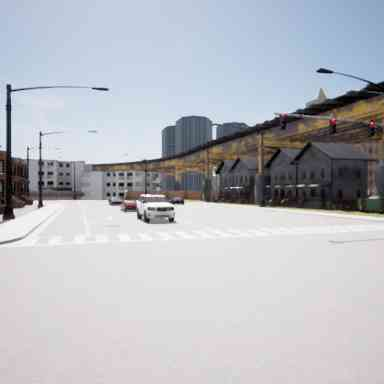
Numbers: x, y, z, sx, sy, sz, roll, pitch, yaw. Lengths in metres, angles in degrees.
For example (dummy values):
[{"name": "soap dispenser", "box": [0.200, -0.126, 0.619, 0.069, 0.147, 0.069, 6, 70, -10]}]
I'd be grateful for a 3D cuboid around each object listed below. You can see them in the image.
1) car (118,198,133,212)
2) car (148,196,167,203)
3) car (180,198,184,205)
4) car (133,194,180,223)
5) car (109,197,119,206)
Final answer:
[{"name": "car", "box": [-7.093, 1.598, 38.555, 1.895, 1.301, 4.718, 0, 0, -19]}, {"name": "car", "box": [-7.092, 1.519, 67.780, 1.812, 1.442, 4.674, 0, 0, -36]}, {"name": "car", "box": [-2.842, 1.557, 59.062, 1.994, 1.385, 4.181, 0, 0, -22]}, {"name": "car", "box": [-2.969, 1.219, 26.278, 2.150, 2.045, 5.566, 0, 0, -19]}, {"name": "car", "box": [-12.930, 1.543, 56.118, 2.033, 1.411, 5.357, 0, 0, -20]}]
